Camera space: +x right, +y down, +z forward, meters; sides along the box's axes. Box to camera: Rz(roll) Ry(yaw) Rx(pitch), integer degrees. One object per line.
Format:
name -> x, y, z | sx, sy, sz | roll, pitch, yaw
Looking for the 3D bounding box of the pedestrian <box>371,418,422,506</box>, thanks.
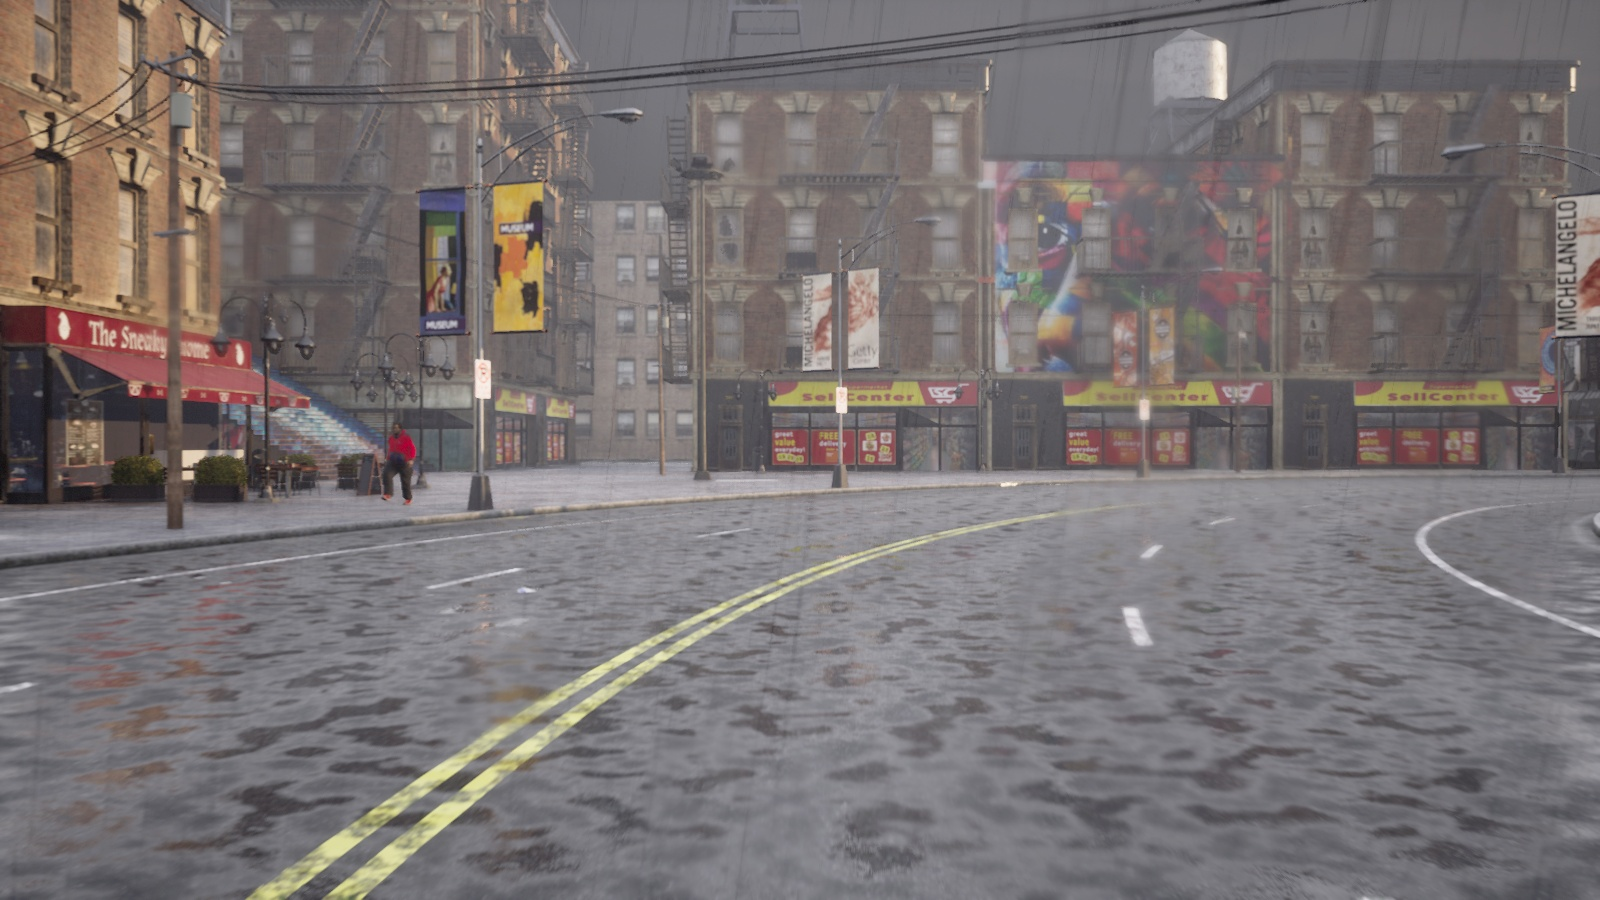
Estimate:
pedestrian -> -8.599, 0.245, 26.774 | 0.634, 1.844, 0.899 | 0, 0, 17
